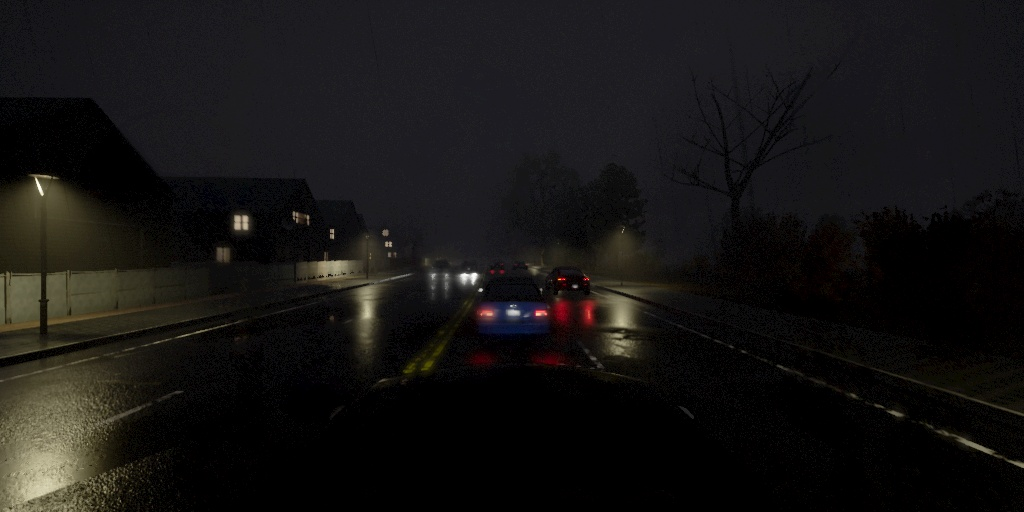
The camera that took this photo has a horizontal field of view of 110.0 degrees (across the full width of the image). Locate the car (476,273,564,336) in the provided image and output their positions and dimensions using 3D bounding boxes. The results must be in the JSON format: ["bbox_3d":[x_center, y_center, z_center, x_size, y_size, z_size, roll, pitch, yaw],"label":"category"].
[{"bbox_3d":[-0.016,1.299,10.352,2.033,1.411,5.357,0,0,-1],"label":"car"}]

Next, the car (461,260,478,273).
[{"bbox_3d":[-5.069,1.229,43.231,2.128,1.511,4.902,0,0,-3],"label":"car"}]

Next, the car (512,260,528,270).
[{"bbox_3d":[1.107,1.303,51.145,1.994,1.385,4.181,0,0,-4],"label":"car"}]

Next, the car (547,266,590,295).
[{"bbox_3d":[2.953,1.279,19.529,1.812,1.442,4.674,0,0,-2],"label":"car"}]

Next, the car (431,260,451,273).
[{"bbox_3d":[-8.256,1.238,42.125,1.837,1.490,4.892,0,0,-4],"label":"car"}]

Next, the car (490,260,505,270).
[{"bbox_3d":[-2.188,1.260,51.724,1.812,1.442,4.674,0,0,-3],"label":"car"}]
